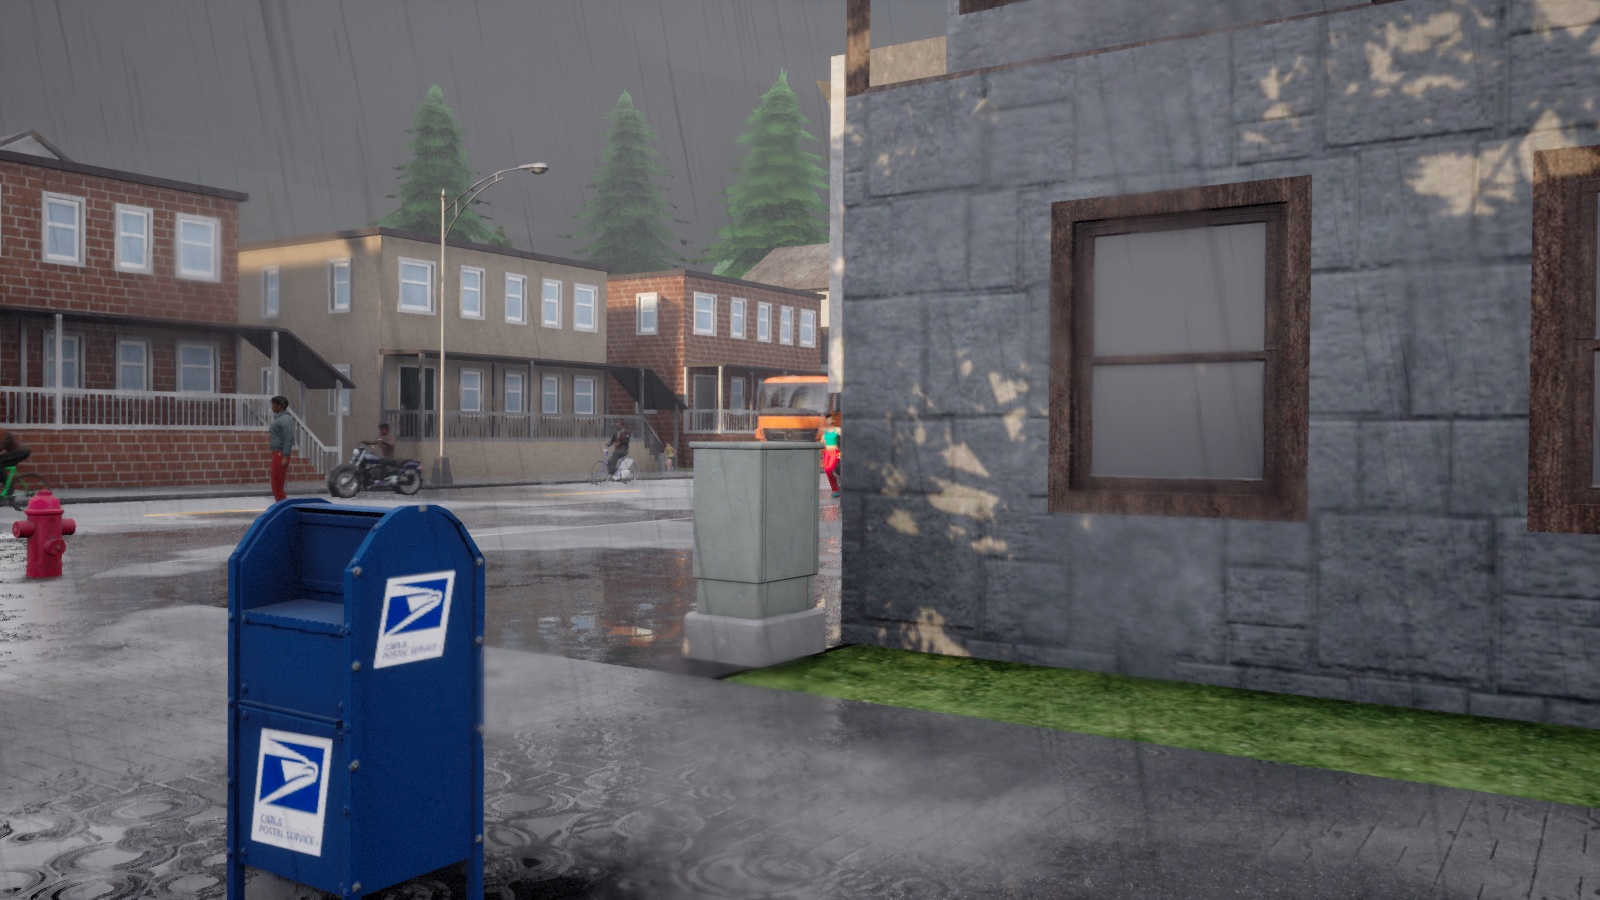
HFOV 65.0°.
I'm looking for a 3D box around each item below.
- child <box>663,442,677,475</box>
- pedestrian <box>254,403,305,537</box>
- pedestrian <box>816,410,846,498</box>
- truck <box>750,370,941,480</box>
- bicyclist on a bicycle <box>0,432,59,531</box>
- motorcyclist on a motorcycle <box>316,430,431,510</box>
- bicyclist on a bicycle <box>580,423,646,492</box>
[{"bbox_3d":[-4.437,0.277,42.819,0.255,1.110,0.394,0,1,44],"label":"child"},{"bbox_3d":[-7.312,0.267,17.629,0.614,1.847,0.353,-1,1,-26],"label":"pedestrian"},{"bbox_3d":[0.652,0.073,26.489,0.345,1.836,0.594,0,1,37],"label":"pedestrian"},{"bbox_3d":[1.787,-0.863,43.674,2.891,3.462,7.936,0,1,33],"label":"truck"},{"bbox_3d":[-13.325,0.521,20.821,0.582,1.620,1.656,0,1,34],"label":"bicyclist on a bicycle"},{"bbox_3d":[-9.169,0.395,27.111,0.766,1.649,2.350,0,1,33],"label":"motorcyclist on a motorcycle"},{"bbox_3d":[-4.964,0.190,33.468,0.659,1.776,1.843,0,1,33],"label":"bicyclist on a bicycle"}]
